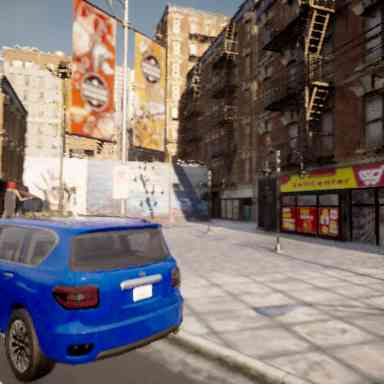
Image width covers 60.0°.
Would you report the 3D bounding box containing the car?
[{"bbox_3d":[-2.642,1.428,6.034,5.566,2.045,2.150,-1,-3,41],"label":"car"}]
